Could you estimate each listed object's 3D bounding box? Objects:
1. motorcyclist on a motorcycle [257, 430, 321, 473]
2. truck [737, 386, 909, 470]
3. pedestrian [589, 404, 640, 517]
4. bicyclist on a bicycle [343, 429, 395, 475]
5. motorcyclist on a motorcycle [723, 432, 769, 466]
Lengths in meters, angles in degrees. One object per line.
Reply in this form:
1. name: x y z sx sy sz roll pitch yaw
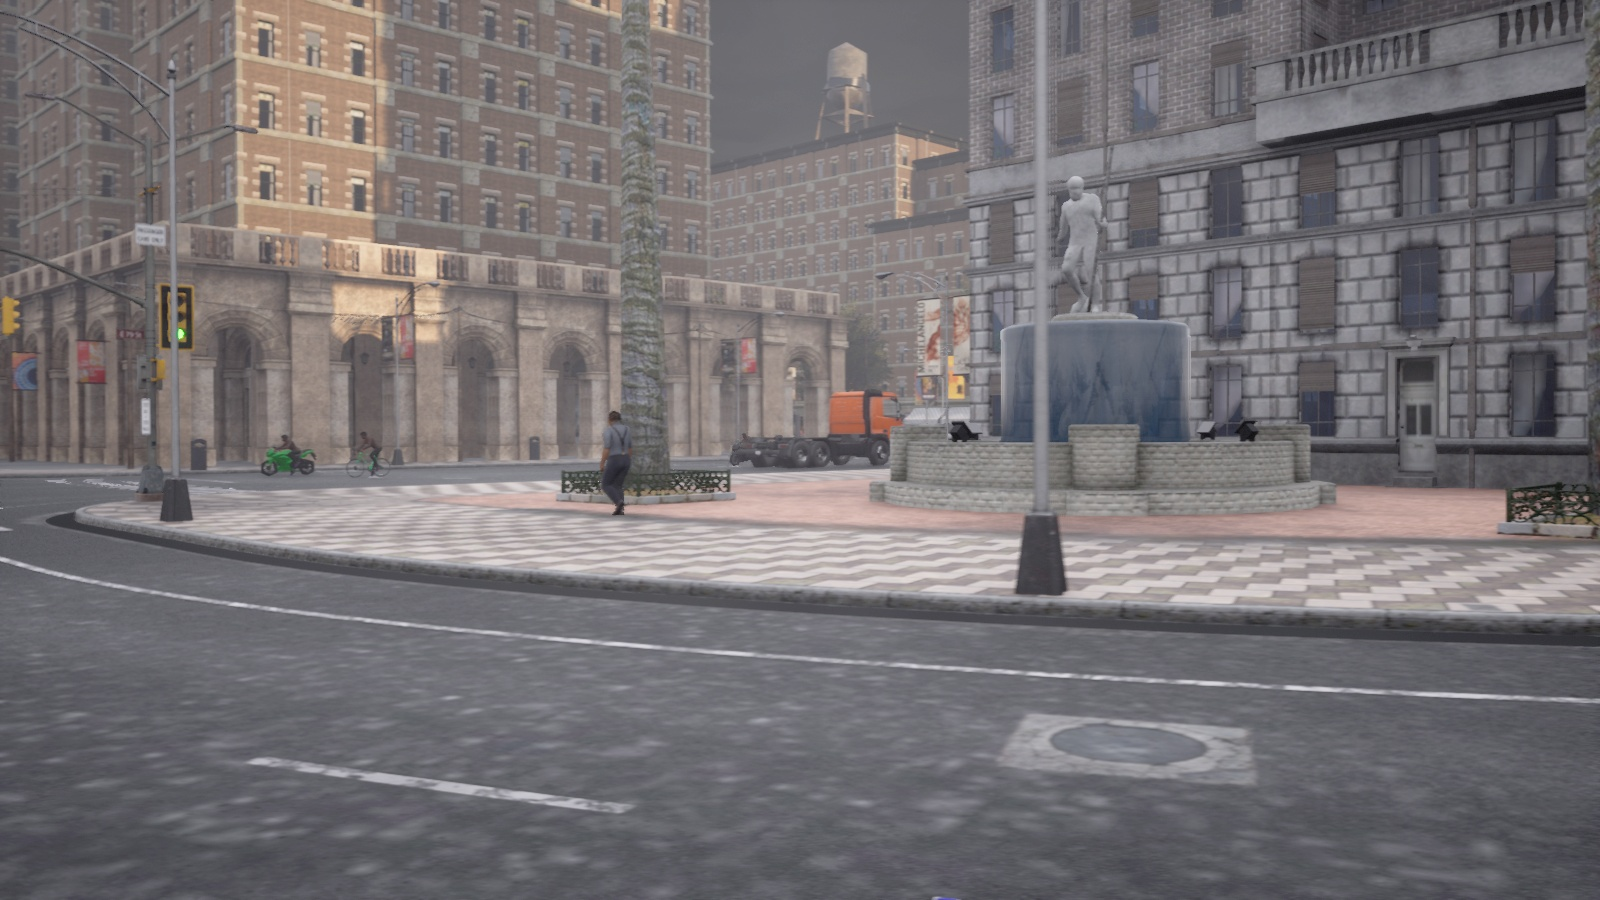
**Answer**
1. motorcyclist on a motorcycle: -18.779 0.048 46.188 2.044 1.523 0.797 -1 1 -44
2. truck: 1.154 -0.974 55.881 7.936 3.462 2.891 -1 1 -44
3. pedestrian: -3.096 0.161 20.969 0.694 1.848 0.540 1 1 45
4. bicyclist on a bicycle: -15.342 0.054 44.754 1.656 1.620 0.582 -1 1 -44
5. motorcyclist on a motorcycle: -2.457 -0.048 57.271 2.044 1.523 0.797 -1 1 -44
